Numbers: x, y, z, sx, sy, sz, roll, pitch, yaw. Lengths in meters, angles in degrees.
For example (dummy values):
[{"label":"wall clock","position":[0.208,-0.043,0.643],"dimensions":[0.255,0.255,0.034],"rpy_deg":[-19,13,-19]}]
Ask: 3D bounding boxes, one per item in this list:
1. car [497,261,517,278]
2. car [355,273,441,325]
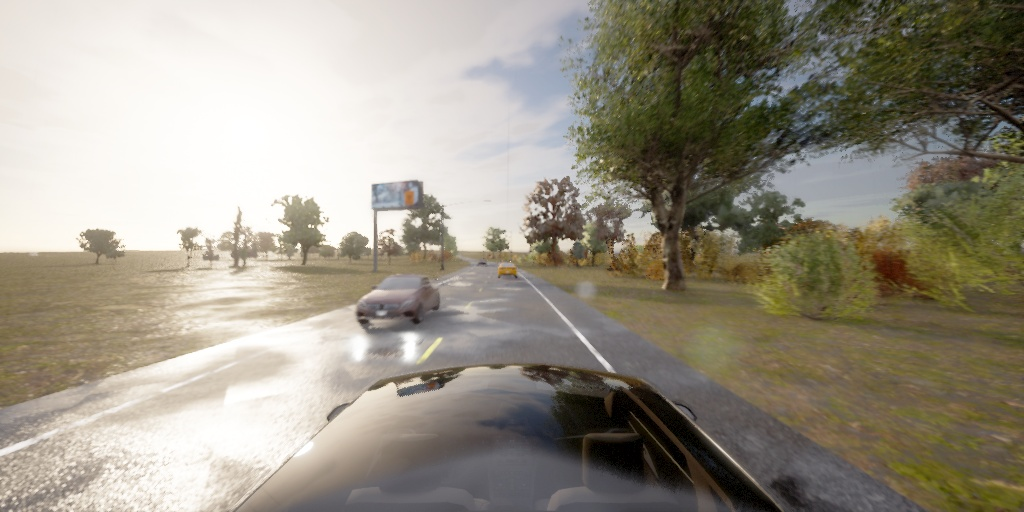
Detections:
[{"label":"car","position":[-0.506,1.400,36.856],"dimensions":[1.882,1.535,5.008],"rpy_deg":[0,0,-2]},{"label":"car","position":[-3.655,1.341,12.327],"dimensions":[1.812,1.442,4.674],"rpy_deg":[0,0,-1]}]
